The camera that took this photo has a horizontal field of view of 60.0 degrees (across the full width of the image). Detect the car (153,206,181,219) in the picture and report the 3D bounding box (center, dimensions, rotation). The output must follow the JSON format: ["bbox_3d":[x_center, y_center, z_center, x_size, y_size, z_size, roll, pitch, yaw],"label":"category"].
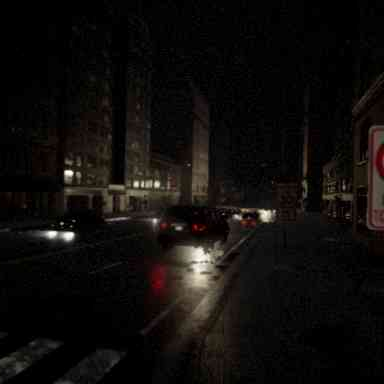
[{"bbox_3d":[-3.003,2.493,40.929,1.895,1.301,4.718,1,-1,16],"label":"car"}]

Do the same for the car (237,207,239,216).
[{"bbox_3d":[6.494,2.938,50.735,2.033,1.411,5.357,1,-1,15],"label":"car"}]

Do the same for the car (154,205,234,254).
[{"bbox_3d":[0.268,1.635,15.925,2.150,2.045,5.566,1,-1,18],"label":"car"}]

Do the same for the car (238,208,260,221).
[{"bbox_3d":[7.299,2.801,41.188,1.895,1.301,4.718,1,-1,16],"label":"car"}]

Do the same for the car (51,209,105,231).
[{"bbox_3d":[-7.874,1.909,23.335,1.994,1.385,4.181,1,-1,15],"label":"car"}]

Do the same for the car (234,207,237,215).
[{"bbox_3d":[3.745,2.629,40.554,2.033,1.411,5.357,1,-1,16],"label":"car"}]
